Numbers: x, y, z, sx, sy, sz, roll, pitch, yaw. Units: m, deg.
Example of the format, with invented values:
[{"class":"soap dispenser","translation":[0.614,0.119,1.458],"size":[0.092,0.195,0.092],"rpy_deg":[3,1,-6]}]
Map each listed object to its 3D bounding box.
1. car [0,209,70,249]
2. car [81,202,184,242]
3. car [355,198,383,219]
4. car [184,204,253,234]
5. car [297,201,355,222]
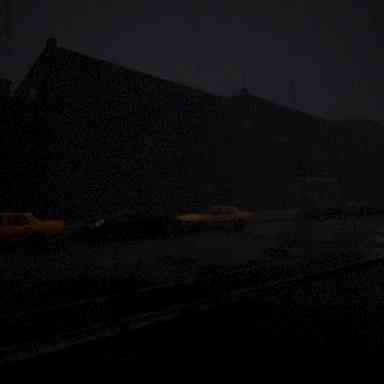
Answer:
[{"class":"car","translation":[-7.635,1.473,12.938],"size":[5.366,1.575,1.946],"rpy_deg":[0,0,-37]},{"class":"car","translation":[-3.023,1.350,16.359],"size":[4.553,1.767,2.185],"rpy_deg":[0,0,-37]},{"class":"car","translation":[14.710,1.513,29.502],"size":[4.674,1.452,2.002],"rpy_deg":[0,0,-37]},{"class":"car","translation":[1.245,1.472,19.519],"size":[5.366,1.575,1.946],"rpy_deg":[0,0,-37]},{"class":"car","translation":[10.275,1.474,26.214],"size":[4.892,1.521,2.231],"rpy_deg":[0,0,-37]}]
